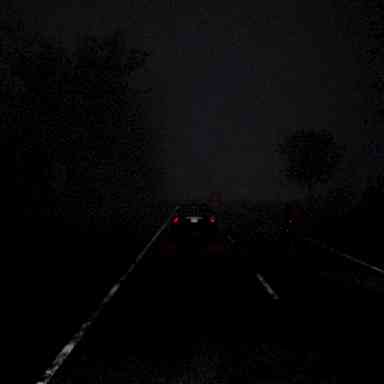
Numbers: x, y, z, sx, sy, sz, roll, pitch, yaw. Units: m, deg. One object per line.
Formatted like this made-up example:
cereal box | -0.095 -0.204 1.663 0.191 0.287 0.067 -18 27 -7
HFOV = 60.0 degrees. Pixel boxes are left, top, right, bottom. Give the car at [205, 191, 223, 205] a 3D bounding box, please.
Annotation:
car | 3.592 0.896 51.793 2.150 2.045 5.566 0 1 0

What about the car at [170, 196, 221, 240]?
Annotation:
car | 0.097 1.246 16.423 2.097 1.767 4.553 0 0 0

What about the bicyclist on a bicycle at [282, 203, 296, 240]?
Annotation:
bicyclist on a bicycle | 4.465 1.354 15.347 0.582 1.620 1.656 0 0 0
